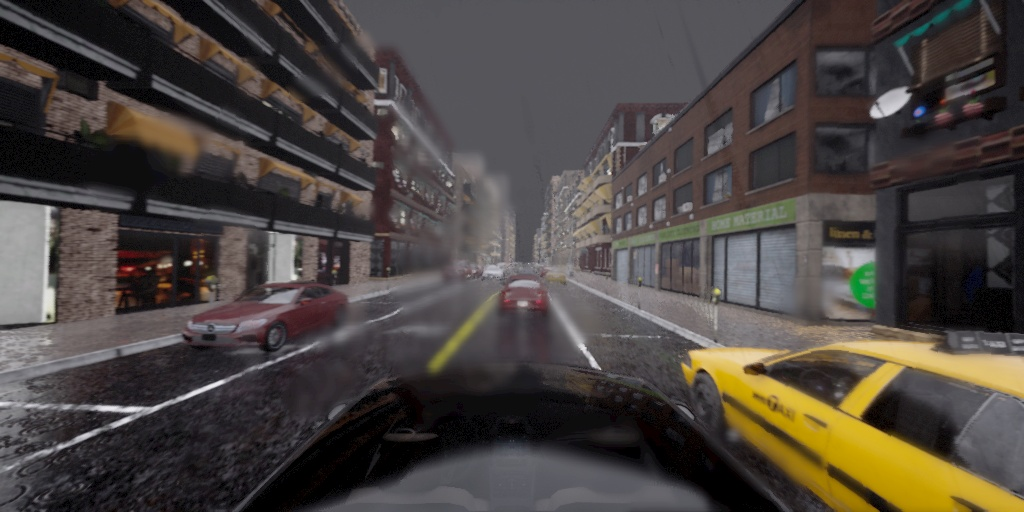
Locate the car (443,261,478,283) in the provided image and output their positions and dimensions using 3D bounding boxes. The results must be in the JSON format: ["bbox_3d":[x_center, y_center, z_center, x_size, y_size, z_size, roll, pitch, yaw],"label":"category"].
[{"bbox_3d":[-4.605,1.323,31.259,2.192,1.841,5.009,0,0,2],"label":"car"}]

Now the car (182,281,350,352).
[{"bbox_3d":[-5.537,1.297,8.734,1.802,1.307,4.207,0,0,2],"label":"car"}]

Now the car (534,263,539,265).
[{"bbox_3d":[5.163,2.174,64.691,2.007,1.370,4.403,0,0,2],"label":"car"}]

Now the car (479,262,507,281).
[{"bbox_3d":[-1.793,1.644,35.264,1.812,1.442,4.674,1,-1,3],"label":"car"}]

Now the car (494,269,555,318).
[{"bbox_3d":[0.487,1.435,13.905,1.812,1.442,4.674,1,-1,2],"label":"car"}]

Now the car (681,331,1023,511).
[{"bbox_3d":[3.075,1.285,2.609,1.801,1.575,5.366,1,-1,2],"label":"car"}]

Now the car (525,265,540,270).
[{"bbox_3d":[1.171,1.726,30.490,1.895,1.301,4.718,1,-1,2],"label":"car"}]

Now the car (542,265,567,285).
[{"bbox_3d":[3.773,1.712,31.076,1.751,1.417,4.829,0,0,2],"label":"car"}]

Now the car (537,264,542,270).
[{"bbox_3d":[4.231,1.878,42.168,1.888,1.381,4.507,0,0,2],"label":"car"}]
